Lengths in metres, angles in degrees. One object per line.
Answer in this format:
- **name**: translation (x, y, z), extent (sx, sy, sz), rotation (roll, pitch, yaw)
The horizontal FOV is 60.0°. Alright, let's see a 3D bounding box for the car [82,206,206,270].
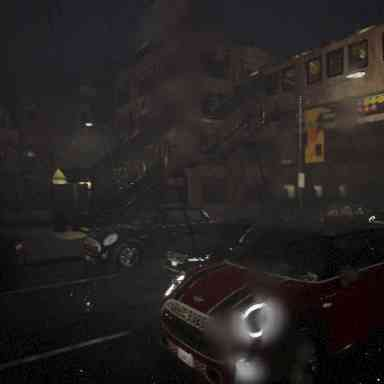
- **car**: translation (-1.214, 1.315, 11.036), extent (4.553, 1.767, 2.185), rotation (-1, 0, -36)

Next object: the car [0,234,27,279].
- **car**: translation (-6.364, 1.489, 7.192), extent (5.008, 1.535, 2.097), rotation (-1, 0, -36)

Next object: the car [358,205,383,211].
- **car**: translation (10.063, 1.226, 15.387), extent (4.553, 1.767, 2.097), rotation (-1, 0, -35)

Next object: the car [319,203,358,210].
- **car**: translation (7.580, 1.362, 17.264), extent (4.892, 1.521, 2.231), rotation (0, 0, -26)

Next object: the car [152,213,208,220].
- **car**: translation (1.564, 1.458, 9.347), extent (4.892, 1.490, 1.837), rotation (0, 0, -35)

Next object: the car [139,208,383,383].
- **car**: translation (1.752, 1.319, 5.191), extent (4.553, 1.767, 2.097), rotation (-1, 0, -35)
